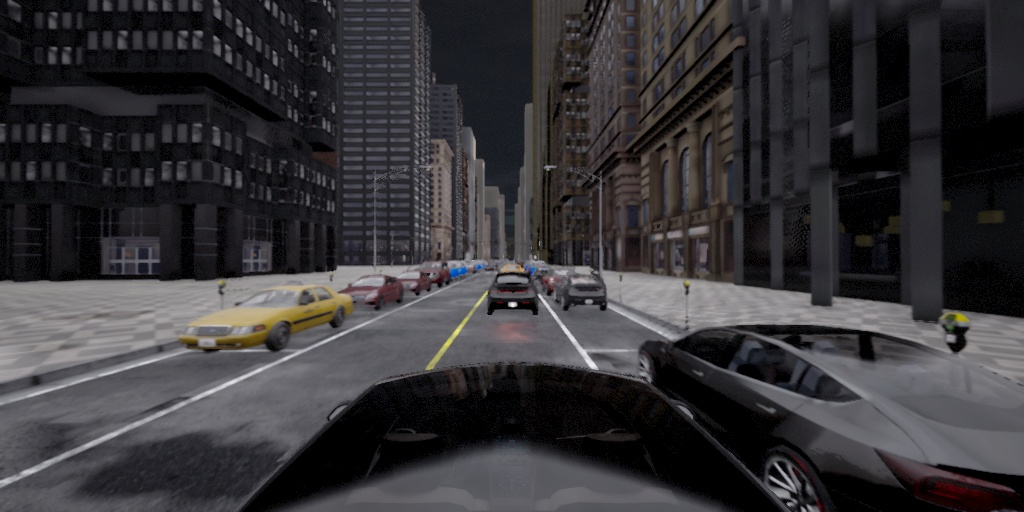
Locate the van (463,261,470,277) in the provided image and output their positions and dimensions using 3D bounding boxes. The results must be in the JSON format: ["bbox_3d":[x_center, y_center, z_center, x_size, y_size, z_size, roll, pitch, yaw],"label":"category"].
[{"bbox_3d":[-5.769,1.413,37.742,1.690,1.789,3.998,0,0,0],"label":"van"}]

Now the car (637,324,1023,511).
[{"bbox_3d":[2.762,1.334,3.689,1.948,1.339,4.313,0,0,0],"label":"car"}]

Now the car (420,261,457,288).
[{"bbox_3d":[-5.767,1.284,26.388,2.192,1.841,5.009,0,0,0],"label":"car"}]

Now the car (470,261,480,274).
[{"bbox_3d":[-5.771,1.759,49.096,1.802,1.307,4.207,0,0,0],"label":"car"}]

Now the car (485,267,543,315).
[{"bbox_3d":[0.046,1.368,14.287,1.837,1.490,4.892,0,0,0],"label":"car"}]

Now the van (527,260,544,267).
[{"bbox_3d":[2.756,1.414,37.753,1.690,1.789,3.998,0,0,0],"label":"van"}]

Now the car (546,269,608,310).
[{"bbox_3d":[2.760,1.419,15.043,2.007,1.370,4.403,0,0,0],"label":"car"}]

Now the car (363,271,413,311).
[{"bbox_3d":[-5.765,1.450,15.034,1.802,1.307,4.207,0,0,0],"label":"car"}]

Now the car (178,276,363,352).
[{"bbox_3d":[-5.764,1.343,9.186,1.751,1.417,4.829,0,0,0],"label":"car"}]

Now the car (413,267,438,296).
[{"bbox_3d":[-5.766,1.501,20.711,1.802,1.307,4.207,0,0,0],"label":"car"}]

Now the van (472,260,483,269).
[{"bbox_3d":[-5.772,1.570,54.774,1.690,1.789,3.998,0,0,0],"label":"van"}]

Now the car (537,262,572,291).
[{"bbox_3d":[2.759,1.359,20.720,1.967,1.591,4.097,0,0,0],"label":"car"}]

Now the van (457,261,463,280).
[{"bbox_3d":[-5.768,1.362,32.065,1.690,1.789,3.998,0,0,0],"label":"van"}]

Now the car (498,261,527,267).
[{"bbox_3d":[0.050,1.484,30.417,1.882,1.535,5.008,0,0,0],"label":"car"}]

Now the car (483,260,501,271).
[{"bbox_3d":[-3.079,1.804,55.933,1.994,1.385,4.181,0,0,0],"label":"car"}]

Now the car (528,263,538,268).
[{"bbox_3d":[2.757,1.572,32.076,2.007,1.370,4.403,0,0,0],"label":"car"}]
